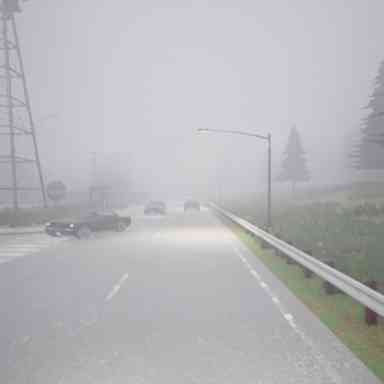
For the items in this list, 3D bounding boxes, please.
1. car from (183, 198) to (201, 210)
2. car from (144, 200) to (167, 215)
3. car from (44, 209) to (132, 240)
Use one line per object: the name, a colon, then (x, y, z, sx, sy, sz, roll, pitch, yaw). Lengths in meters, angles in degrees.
car: (0.006, 1.518, 42.109, 1.812, 1.442, 4.674, 0, 0, 0)
car: (-3.625, 1.541, 33.921, 2.033, 1.411, 5.357, 0, 0, 1)
car: (-5.205, 1.598, 17.271, 1.895, 1.301, 4.718, 0, 0, 24)
